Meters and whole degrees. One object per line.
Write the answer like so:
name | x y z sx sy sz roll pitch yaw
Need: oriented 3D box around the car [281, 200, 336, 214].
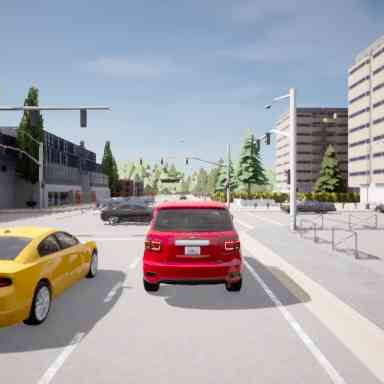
car | 12.085 1.543 34.556 5.357 1.411 2.033 0 0 -2

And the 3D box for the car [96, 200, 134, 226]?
car | -3.867 1.502 23.105 4.892 1.490 1.837 0 0 -4

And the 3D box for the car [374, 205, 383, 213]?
car | 22.168 1.543 34.860 5.357 1.411 2.033 0 0 -2

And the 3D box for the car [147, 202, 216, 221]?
car | -0.847 1.544 26.806 5.357 1.411 2.033 0 0 -4

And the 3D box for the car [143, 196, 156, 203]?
car | -8.859 1.531 69.831 2.033 1.411 5.357 0 0 -2

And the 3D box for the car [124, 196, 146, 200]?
car | -8.388 1.499 49.256 1.837 1.490 4.892 0 0 -2

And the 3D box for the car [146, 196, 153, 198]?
car | -8.646 1.484 59.467 2.128 1.511 4.902 0 0 -1

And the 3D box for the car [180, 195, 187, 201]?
car | -2.333 1.514 87.170 1.812 1.442 4.674 0 0 -2

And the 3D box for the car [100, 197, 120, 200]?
car | -11.792 1.486 45.836 2.128 1.511 4.902 0 0 -2

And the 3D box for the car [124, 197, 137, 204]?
car | -12.284 1.593 66.374 1.895 1.301 4.718 0 0 -1

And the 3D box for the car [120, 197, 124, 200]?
car | -12.061 1.541 56.088 2.033 1.411 5.357 0 0 -1

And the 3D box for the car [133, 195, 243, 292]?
car | 0.017 1.220 9.089 2.150 2.045 5.566 0 0 0

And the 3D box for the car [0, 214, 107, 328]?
car | -3.478 1.477 7.101 1.882 1.535 5.008 0 0 0
